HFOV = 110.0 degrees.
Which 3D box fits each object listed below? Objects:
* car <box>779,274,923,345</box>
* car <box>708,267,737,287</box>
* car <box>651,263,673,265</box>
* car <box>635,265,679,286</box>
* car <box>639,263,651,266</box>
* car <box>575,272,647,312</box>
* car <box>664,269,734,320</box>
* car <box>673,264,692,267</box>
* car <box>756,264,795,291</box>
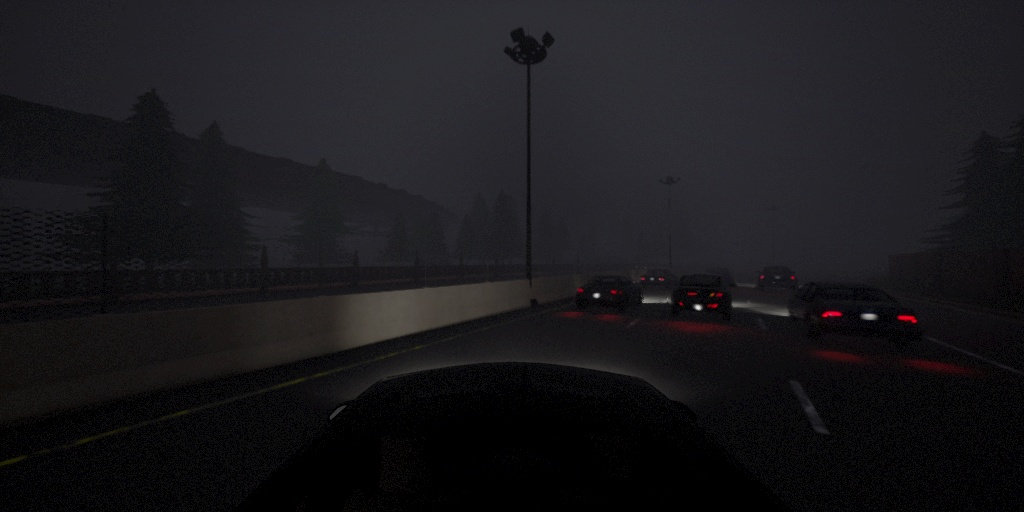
[{"bbox_3d":[9.145,1.414,10.028,2.033,1.411,5.357,0,-1,31],"label":"car"},{"bbox_3d":[15.798,1.587,27.439,1.882,1.535,5.008,-1,-1,35],"label":"car"},{"bbox_3d":[25.191,2.015,58.191,5.008,1.535,1.882,1,-1,-38],"label":"car"},{"bbox_3d":[10.889,1.643,26.474,2.033,1.411,5.357,-1,-1,33],"label":"car"},{"bbox_3d":[22.802,1.926,60.771,4.553,1.767,2.097,1,-1,-39],"label":"car"},{"bbox_3d":[4.280,1.507,15.499,1.994,1.385,4.181,0,-1,31],"label":"car"},{"bbox_3d":[7.285,1.424,13.708,1.837,1.490,4.892,0,-1,31],"label":"car"},{"bbox_3d":[27.257,2.100,55.436,4.718,1.301,1.895,1,-1,-39],"label":"car"},{"bbox_3d":[18.091,1.421,24.592,2.097,1.767,4.553,-1,-1,34],"label":"car"}]
